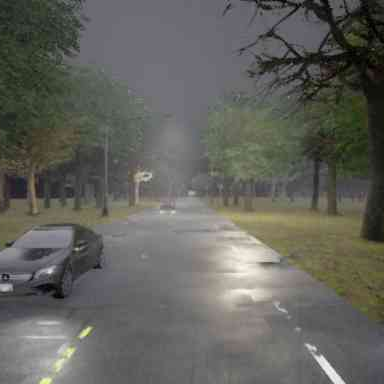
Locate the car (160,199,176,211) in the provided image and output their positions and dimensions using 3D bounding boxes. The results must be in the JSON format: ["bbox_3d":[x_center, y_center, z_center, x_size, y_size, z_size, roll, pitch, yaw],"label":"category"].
[{"bbox_3d":[-3.571,1.843,49.738,2.097,1.767,4.553,0,-1,0],"label":"car"}]

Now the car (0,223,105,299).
[{"bbox_3d":[-3.599,1.586,8.726,1.812,1.442,4.674,0,0,0],"label":"car"}]
